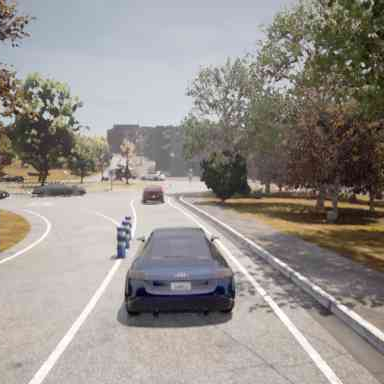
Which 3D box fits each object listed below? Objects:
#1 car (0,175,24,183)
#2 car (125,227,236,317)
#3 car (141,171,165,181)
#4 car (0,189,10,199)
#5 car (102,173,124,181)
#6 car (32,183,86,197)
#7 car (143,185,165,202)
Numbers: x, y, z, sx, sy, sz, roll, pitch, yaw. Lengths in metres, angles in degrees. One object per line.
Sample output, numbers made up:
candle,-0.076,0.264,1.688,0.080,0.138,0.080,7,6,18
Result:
car,-34.528,-2.478,63.174,2.128,1.511,4.902,3,5,30
car,-0.304,1.468,7.450,1.994,1.385,4.181,0,1,-3
car,-8.503,-3.429,71.960,5.566,2.045,2.150,2,5,30
car,-20.136,0.071,32.406,4.181,1.385,1.994,0,5,5
car,-16.993,-3.208,71.466,4.553,1.767,2.097,0,5,2
car,-14.285,-0.230,36.007,5.357,1.411,2.033,-1,5,-16
car,-3.615,0.059,31.609,1.882,1.535,5.008,0,5,-5
